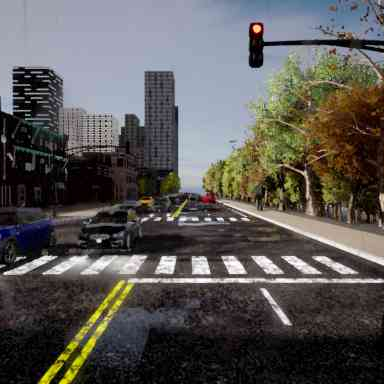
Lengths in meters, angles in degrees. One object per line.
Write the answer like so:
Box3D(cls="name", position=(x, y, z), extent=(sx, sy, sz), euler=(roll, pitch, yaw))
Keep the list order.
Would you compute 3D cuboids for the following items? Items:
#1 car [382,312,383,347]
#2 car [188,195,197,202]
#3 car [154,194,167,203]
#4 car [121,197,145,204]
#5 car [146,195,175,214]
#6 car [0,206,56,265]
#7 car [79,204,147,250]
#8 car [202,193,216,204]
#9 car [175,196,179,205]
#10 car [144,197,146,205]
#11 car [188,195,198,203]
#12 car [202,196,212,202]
Box3D(cls="car", position=(3.355, 1.491, 2.342), extent=(2.128, 1.511, 4.902), euler=(0, 0, 0))
Box3D(cls="car", position=(0.115, 1.446, 76.495), extent=(1.882, 1.535, 5.008), euler=(0, 0, 0))
Box3D(cls="car", position=(-6.410, 1.325, 68.080), extent=(2.097, 1.767, 4.553), euler=(0, 0, 0))
Box3D(cls="car", position=(-6.549, 1.553, 35.376), extent=(1.994, 1.385, 4.181), euler=(0, 0, 0))
Box3D(cls="car", position=(-3.298, 1.340, 35.685), extent=(2.097, 1.767, 4.553), euler=(0, 0, 0))
Box3D(cls="car", position=(-6.583, 1.351, 11.607), extent=(2.097, 1.767, 4.553), euler=(0, 0, 0))
Box3D(cls="car", position=(-3.330, 1.502, 14.331), extent=(1.837, 1.490, 4.892), euler=(0, 0, 0))
Box3D(cls="car", position=(3.441, 1.196, 65.290), extent=(2.150, 2.045, 5.566), euler=(0, 0, 1))
Box3D(cls="car", position=(-3.255, 1.484, 56.631), extent=(1.837, 1.490, 4.892), euler=(0, 0, 0))
Box3D(cls="car", position=(-6.526, 1.461, 48.593), extent=(1.882, 1.535, 5.008), euler=(0, 1, 0))
Box3D(cls="car", position=(0.196, 1.466, 66.188), extent=(2.128, 1.511, 4.902), euler=(0, 0, 0))
Box3D(cls="car", position=(3.361, 1.522, 75.874), extent=(1.994, 1.385, 4.181), euler=(0, 0, 0))
